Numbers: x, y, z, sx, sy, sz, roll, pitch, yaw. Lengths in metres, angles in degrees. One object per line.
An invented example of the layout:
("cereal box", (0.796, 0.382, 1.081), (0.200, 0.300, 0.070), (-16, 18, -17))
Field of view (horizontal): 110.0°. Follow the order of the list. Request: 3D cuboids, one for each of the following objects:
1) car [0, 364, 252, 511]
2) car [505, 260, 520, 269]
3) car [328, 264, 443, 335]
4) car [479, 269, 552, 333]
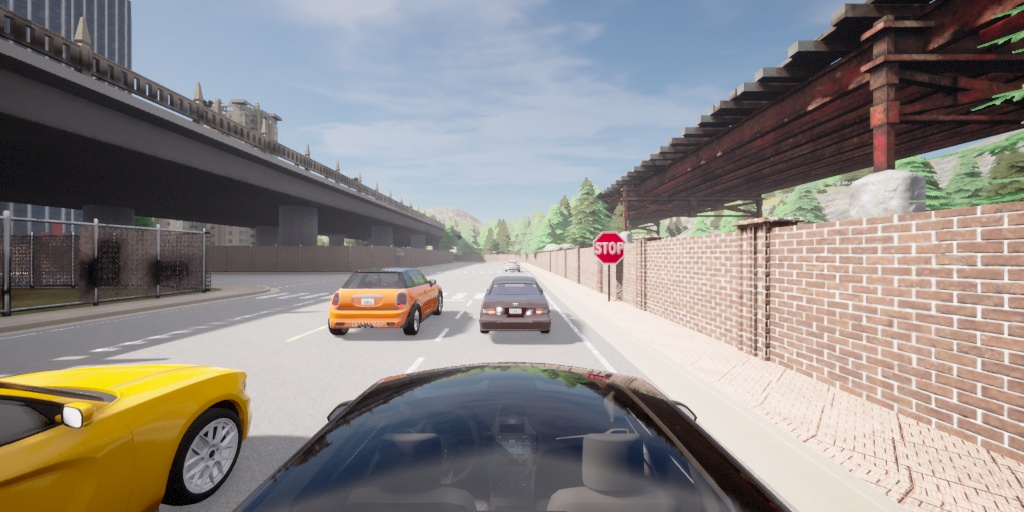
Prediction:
("car", (-3.398, 1.228, 1.366), (1.882, 1.535, 5.008), (0, 0, 0))
("car", (0.074, 1.276, 45.516), (1.812, 1.442, 4.674), (0, 0, -1))
("car", (-3.425, 1.102, 10.623), (2.097, 1.767, 4.553), (0, 0, 0))
("car", (0.076, 1.297, 10.647), (2.033, 1.411, 5.357), (0, 0, 0))
